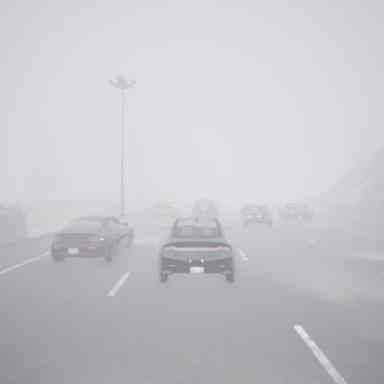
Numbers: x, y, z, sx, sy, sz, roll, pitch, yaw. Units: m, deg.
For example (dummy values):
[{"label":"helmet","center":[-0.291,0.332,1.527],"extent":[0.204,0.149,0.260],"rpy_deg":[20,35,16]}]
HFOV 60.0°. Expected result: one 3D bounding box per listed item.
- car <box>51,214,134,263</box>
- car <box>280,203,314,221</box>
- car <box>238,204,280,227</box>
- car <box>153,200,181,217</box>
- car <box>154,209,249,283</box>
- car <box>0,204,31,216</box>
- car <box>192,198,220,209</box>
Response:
[{"label":"car","center":[-3.325,1.496,11.741],"extent":[1.812,1.442,4.674],"rpy_deg":[0,0,1]},{"label":"car","center":[8.070,1.529,26.316],"extent":[1.895,1.301,4.718],"rpy_deg":[0,0,6]},{"label":"car","center":[4.185,1.488,22.254],"extent":[2.033,1.411,5.357],"rpy_deg":[0,0,4]},{"label":"car","center":[-2.138,1.402,29.339],"extent":[1.882,1.535,5.008],"rpy_deg":[0,0,6]},{"label":"car","center":[0.145,1.466,9.622],"extent":[2.128,1.511,4.902],"rpy_deg":[0,0,1]},{"label":"car","center":[-13.422,1.545,23.370],"extent":[1.895,1.301,4.718],"rpy_deg":[0,0,5]},{"label":"car","center":[1.183,1.280,27.463],"extent":[2.097,1.767,4.553],"rpy_deg":[0,0,5]}]
